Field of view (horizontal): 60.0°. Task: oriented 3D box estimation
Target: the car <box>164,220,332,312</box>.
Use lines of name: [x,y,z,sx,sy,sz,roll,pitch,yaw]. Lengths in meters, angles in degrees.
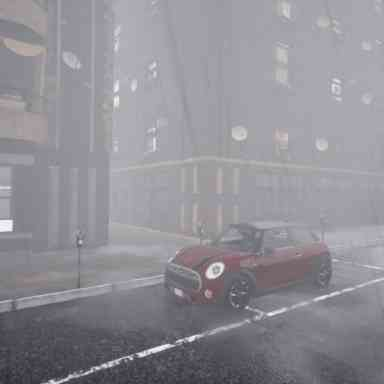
car: [1.360,1.442,7.670,4.097,1.590,1.967,0,1,-35]
